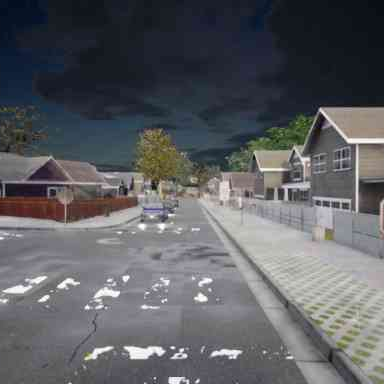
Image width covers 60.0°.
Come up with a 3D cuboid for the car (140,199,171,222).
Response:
[{"bbox_3d":[-2.930,1.546,26.521,1.812,1.442,4.674,0,0,0],"label":"car"}]

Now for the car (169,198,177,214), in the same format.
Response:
[{"bbox_3d":[-2.964,1.545,36.705,1.837,1.490,4.892,0,0,0],"label":"car"}]

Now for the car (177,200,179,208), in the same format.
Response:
[{"bbox_3d":[-2.987,1.637,49.321,1.994,1.385,4.181,0,0,0],"label":"car"}]
